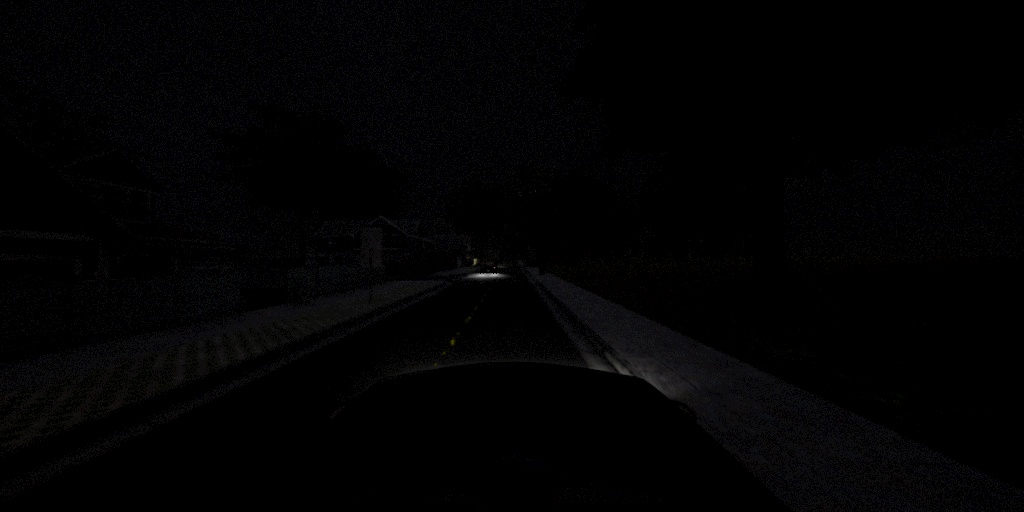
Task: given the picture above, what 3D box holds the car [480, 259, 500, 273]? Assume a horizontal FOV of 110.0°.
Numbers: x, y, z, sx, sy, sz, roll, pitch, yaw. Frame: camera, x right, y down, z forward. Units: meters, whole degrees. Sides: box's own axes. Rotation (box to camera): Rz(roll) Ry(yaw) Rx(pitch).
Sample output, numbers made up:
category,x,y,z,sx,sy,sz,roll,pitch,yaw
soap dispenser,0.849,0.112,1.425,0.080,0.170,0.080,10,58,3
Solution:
category,x,y,z,sx,sy,sz,roll,pitch,yaw
car,-2.733,1.397,43.268,1.895,1.301,4.718,0,0,0
